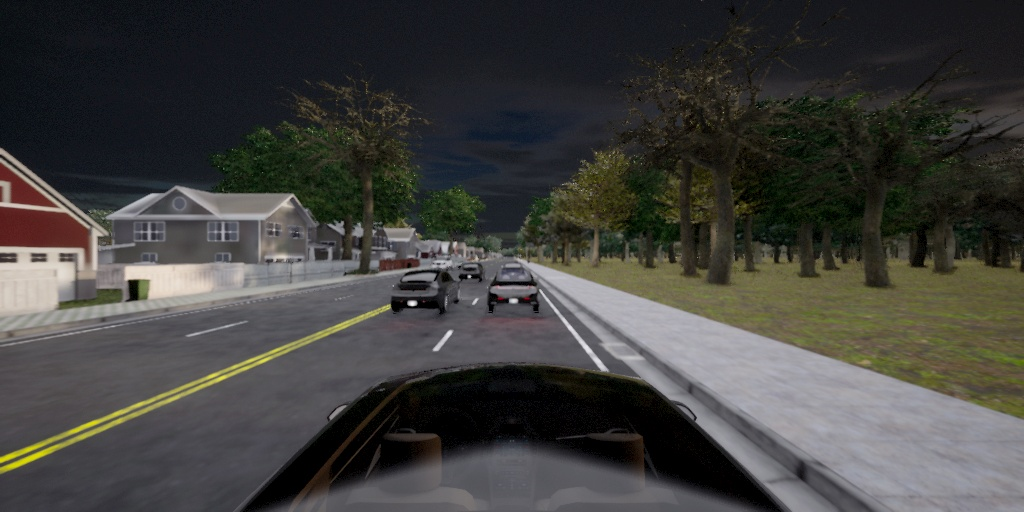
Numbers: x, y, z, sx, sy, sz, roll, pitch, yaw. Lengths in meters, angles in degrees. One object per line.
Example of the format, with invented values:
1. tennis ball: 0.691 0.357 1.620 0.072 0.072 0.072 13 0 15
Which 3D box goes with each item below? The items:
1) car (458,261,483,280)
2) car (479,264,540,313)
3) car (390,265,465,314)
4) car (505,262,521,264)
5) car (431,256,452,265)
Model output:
1. car: -3.178 1.287 29.351 1.837 1.490 4.892 0 0 0
2. car: 0.070 1.256 14.158 2.128 1.511 4.902 0 0 0
3. car: -3.181 1.269 13.918 1.837 1.490 4.892 0 0 0
4. car: 0.082 1.260 30.787 1.882 1.535 5.008 0 0 0
5. car: -9.828 1.024 50.730 2.150 2.045 5.566 0 0 0
